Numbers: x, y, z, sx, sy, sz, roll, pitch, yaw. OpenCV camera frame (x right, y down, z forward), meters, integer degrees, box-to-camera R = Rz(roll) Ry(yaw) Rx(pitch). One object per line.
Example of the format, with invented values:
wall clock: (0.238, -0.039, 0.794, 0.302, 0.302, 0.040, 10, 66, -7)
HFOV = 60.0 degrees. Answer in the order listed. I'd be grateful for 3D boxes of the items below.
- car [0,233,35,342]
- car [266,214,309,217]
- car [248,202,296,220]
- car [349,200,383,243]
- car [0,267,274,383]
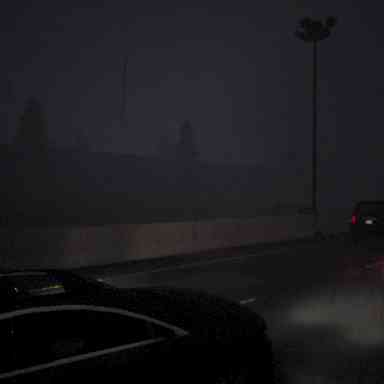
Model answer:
car: (-4.942, 1.525, 4.695, 4.674, 1.442, 1.812, 1, 0, -35)
car: (7.231, 1.755, 23.179, 4.674, 1.442, 1.812, 1, -1, -39)
car: (7.878, 1.784, 32.663, 5.008, 1.535, 1.882, 1, -1, -39)
car: (9.707, 1.413, 15.966, 5.566, 2.045, 2.150, 1, -1, -39)
car: (-1.327, 1.503, 2.957, 4.902, 1.511, 2.128, 1, -1, -36)
